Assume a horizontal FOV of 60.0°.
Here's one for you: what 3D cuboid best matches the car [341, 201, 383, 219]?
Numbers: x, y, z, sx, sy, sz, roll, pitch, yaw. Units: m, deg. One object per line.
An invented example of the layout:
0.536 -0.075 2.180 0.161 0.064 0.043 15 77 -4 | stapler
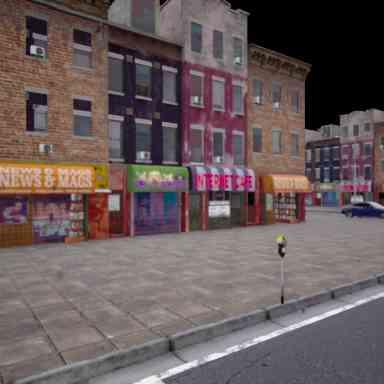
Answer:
15.026 1.543 28.174 1.812 1.442 4.674 0 0 -35 | car
